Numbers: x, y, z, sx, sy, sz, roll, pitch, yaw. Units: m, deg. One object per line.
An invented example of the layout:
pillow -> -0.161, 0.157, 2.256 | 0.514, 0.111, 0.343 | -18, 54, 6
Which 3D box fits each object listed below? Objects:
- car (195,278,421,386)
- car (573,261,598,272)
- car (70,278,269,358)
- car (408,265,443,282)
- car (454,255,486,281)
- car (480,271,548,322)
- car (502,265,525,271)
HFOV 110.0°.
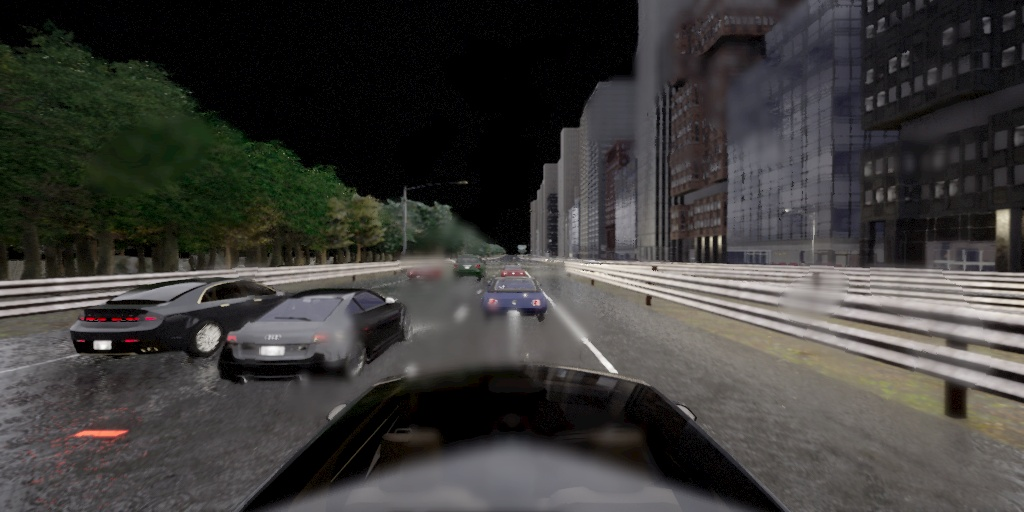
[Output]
car -> -3.399, 1.313, 7.098 | 1.994, 1.385, 4.181 | 0, 0, 0
car -> 9.254, 1.305, 44.580 | 2.163, 1.488, 4.792 | 0, 0, -13
car -> -6.899, 1.254, 8.468 | 1.837, 1.490, 4.892 | 0, 0, 0
car -> -6.906, 1.357, 29.317 | 1.895, 1.301, 4.718 | 0, 0, 0
car -> -3.406, 0.978, 29.895 | 2.150, 2.045, 5.566 | 0, 0, 0
car -> 0.099, 1.351, 12.349 | 1.895, 1.301, 4.718 | 0, 0, 0
car -> 0.094, 1.357, 29.262 | 1.895, 1.301, 4.718 | 0, 0, 0
